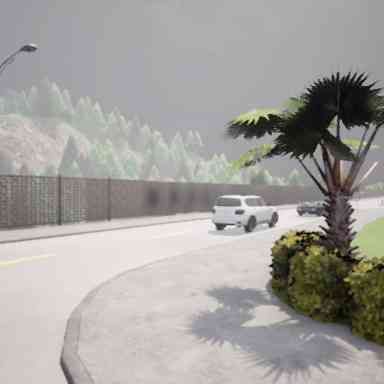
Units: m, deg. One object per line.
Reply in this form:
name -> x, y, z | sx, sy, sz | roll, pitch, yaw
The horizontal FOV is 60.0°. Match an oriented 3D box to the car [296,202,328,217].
car -> 11.615, 1.605, 31.713 | 1.895, 1.301, 4.718 | 0, 0, 36

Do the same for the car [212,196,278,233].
car -> 3.322, 1.227, 20.147 | 2.150, 2.045, 5.566 | 0, 0, 36
